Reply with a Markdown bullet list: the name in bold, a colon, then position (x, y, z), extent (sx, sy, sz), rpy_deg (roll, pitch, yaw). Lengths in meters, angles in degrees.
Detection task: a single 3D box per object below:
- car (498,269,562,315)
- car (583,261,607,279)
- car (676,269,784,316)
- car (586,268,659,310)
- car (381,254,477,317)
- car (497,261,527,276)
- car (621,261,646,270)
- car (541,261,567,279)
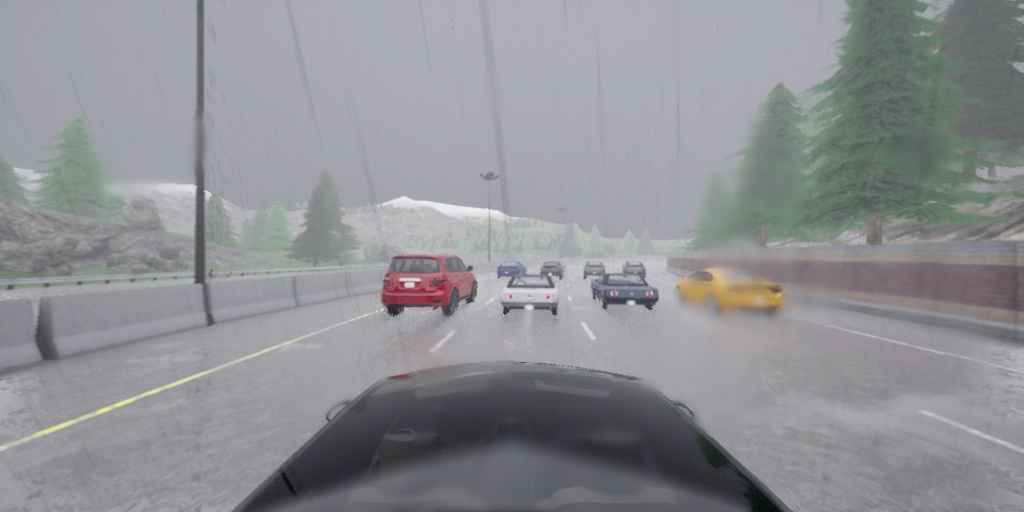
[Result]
- **car**: position (0.755, 1.327, 13.560), extent (1.895, 1.301, 4.718), rpy_deg (0, 0, 5)
- **car**: position (7.444, 1.196, 32.290), extent (2.128, 1.511, 4.902), rpy_deg (0, 0, 13)
- **car**: position (7.784, 1.224, 13.397), extent (1.882, 1.535, 5.008), rpy_deg (0, 0, 5)
- **car**: position (4.385, 1.335, 14.708), extent (1.895, 1.301, 4.718), rpy_deg (0, 0, 6)
- **car**: position (-2.783, 0.939, 13.236), extent (2.150, 2.045, 5.566), rpy_deg (0, 0, 5)
- **car**: position (0.078, 1.163, 31.526), extent (1.882, 1.535, 5.008), rpy_deg (0, 0, 12)
- **car**: position (11.344, 1.205, 33.480), extent (2.128, 1.511, 4.902), rpy_deg (0, 0, 14)
- **car**: position (3.592, 1.201, 31.190), extent (1.837, 1.490, 4.892), rpy_deg (0, 0, 13)
